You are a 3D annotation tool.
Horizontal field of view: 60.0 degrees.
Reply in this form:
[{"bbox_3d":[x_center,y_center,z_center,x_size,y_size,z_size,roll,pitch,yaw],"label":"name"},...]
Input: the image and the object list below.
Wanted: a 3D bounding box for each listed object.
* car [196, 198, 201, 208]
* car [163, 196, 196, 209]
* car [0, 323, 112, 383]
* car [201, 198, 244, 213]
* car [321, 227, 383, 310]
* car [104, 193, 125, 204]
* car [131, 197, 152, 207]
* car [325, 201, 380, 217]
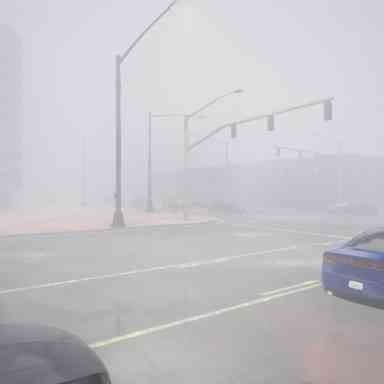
[{"bbox_3d":[1.241,1.526,46.014,1.812,1.442,4.674,0,0,-35],"label":"car"},{"bbox_3d":[-1.994,1.352,44.219,2.097,1.767,4.553,0,0,-35],"label":"car"},{"bbox_3d":[-2.842,1.505,1.727,4.892,1.490,1.837,0,0,-35],"label":"car"},{"bbox_3d":[3.602,1.492,36.379,2.128,1.511,4.902,0,0,-35],"label":"car"},{"bbox_3d":[4.890,1.478,7.235,5.008,1.535,1.882,0,0,-35],"label":"car"},{"bbox_3d":[-14.526,1.224,61.867,2.150,2.045,5.566,0,0,-38],"label":"car"},{"bbox_3d":[-7.979,1.492,52.621,2.128,1.511,4.902,0,0,-35],"label":"car"},{"bbox_3d":[14.619,1.526,30.473,4.674,1.442,1.812,0,1,1],"label":"car"}]
